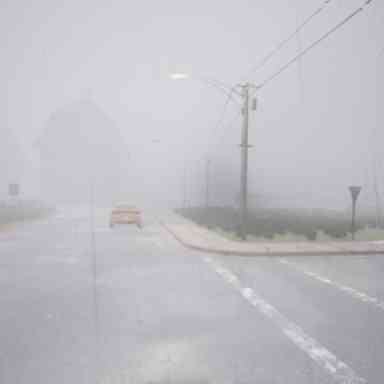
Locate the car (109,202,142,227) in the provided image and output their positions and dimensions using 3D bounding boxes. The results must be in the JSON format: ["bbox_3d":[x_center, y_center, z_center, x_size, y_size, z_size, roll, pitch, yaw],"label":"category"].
[{"bbox_3d":[-4.421,1.403,22.056,1.882,1.535,5.008,1,0,-13],"label":"car"}]

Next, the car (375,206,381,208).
[{"bbox_3d":[9.118,1.431,10.563,5.566,2.045,2.150,1,0,-12],"label":"car"}]

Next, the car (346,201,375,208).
[{"bbox_3d":[23.147,2.042,44.716,1.882,1.535,5.008,1,0,-20],"label":"car"}]
